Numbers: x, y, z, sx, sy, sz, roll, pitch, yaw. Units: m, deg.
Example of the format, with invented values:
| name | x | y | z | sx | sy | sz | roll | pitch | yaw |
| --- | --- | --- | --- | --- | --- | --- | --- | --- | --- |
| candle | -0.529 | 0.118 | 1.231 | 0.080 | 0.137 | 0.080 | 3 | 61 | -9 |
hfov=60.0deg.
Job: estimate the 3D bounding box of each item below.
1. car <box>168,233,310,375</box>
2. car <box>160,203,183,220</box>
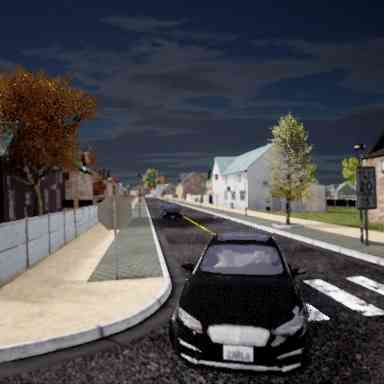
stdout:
| name | x | y | z | sx | sy | sz | roll | pitch | yaw |
| --- | --- | --- | --- | --- | --- | --- | --- | --- | --- |
| car | 0.972 | 1.618 | 6.326 | 2.128 | 1.511 | 4.902 | 0 | 0 | 10 |
| car | -2.021 | 1.716 | 30.782 | 2.033 | 1.411 | 5.357 | -2 | 0 | -9 |
